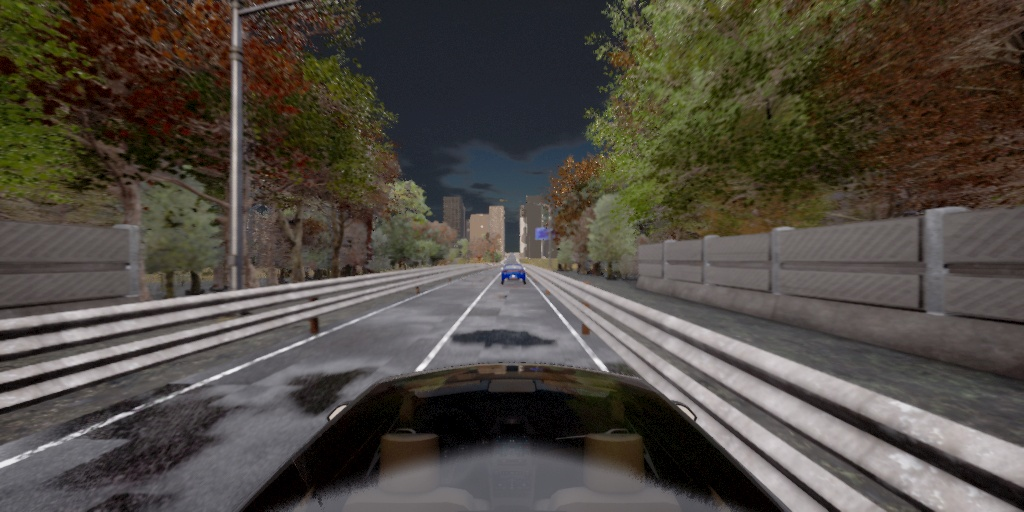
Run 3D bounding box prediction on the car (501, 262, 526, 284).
[{"bbox_3d":[0.112,1.373,29.034,1.882,1.535,5.008,0,-1,0],"label":"car"}]
